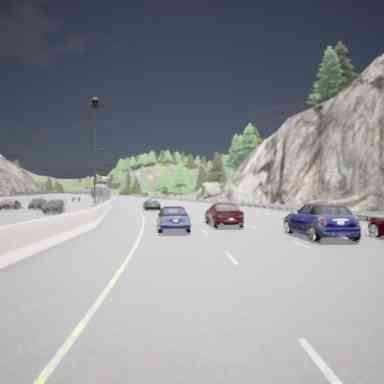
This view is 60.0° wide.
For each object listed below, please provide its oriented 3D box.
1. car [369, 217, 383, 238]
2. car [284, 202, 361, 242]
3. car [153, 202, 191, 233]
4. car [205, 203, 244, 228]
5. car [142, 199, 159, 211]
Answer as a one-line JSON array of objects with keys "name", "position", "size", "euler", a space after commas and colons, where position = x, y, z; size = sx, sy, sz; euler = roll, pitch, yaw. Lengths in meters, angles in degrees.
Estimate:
[{"name": "car", "position": [9.875, 1.459, 14.593], "size": [1.882, 1.535, 5.008], "euler": [0, 0, -5]}, {"name": "car", "position": [6.198, 1.342, 16.380], "size": [2.097, 1.767, 4.553], "euler": [0, 0, -5]}, {"name": "car", "position": [-1.149, 1.554, 19.897], "size": [2.033, 1.411, 5.357], "euler": [0, 0, -7]}, {"name": "car", "position": [2.062, 1.478, 22.244], "size": [1.882, 1.535, 5.008], "euler": [0, 0, -7]}, {"name": "car", "position": [-5.149, 1.584, 42.230], "size": [1.994, 1.385, 4.181], "euler": [0, 0, -13]}]
